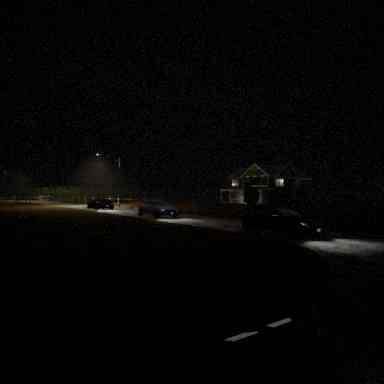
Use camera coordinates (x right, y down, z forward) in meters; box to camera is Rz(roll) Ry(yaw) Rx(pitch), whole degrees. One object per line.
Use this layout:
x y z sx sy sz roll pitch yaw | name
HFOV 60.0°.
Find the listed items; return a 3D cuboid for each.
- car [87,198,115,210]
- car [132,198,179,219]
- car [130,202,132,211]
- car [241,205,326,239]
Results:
-10.415 1.349 37.977 1.994 1.385 4.181 2 -1 -36 | car
-2.888 1.355 27.507 1.812 1.442 4.674 2 -1 -36 | car
-4.900 1.348 35.178 1.882 1.535 5.008 2 -1 -36 | car
4.446 1.434 16.931 1.812 1.442 4.674 2 -1 -33 | car
